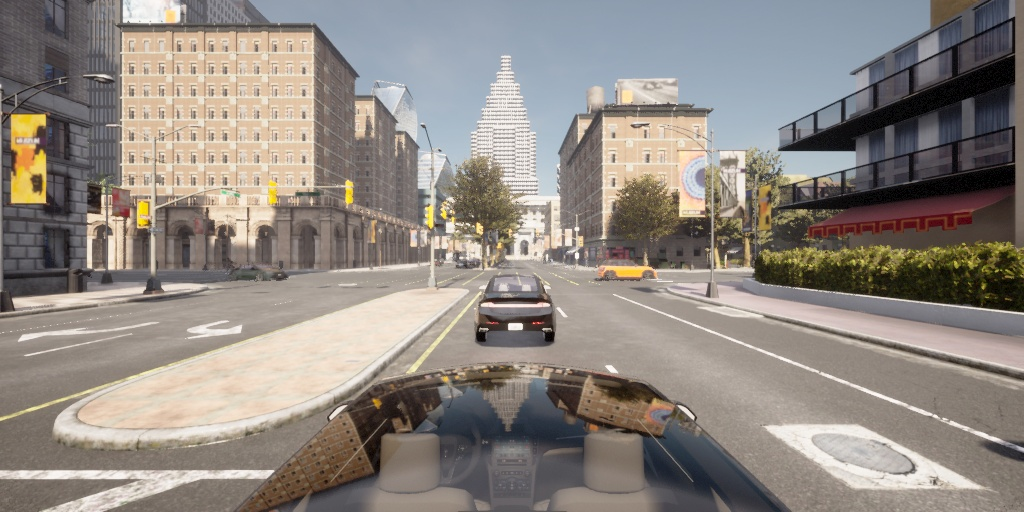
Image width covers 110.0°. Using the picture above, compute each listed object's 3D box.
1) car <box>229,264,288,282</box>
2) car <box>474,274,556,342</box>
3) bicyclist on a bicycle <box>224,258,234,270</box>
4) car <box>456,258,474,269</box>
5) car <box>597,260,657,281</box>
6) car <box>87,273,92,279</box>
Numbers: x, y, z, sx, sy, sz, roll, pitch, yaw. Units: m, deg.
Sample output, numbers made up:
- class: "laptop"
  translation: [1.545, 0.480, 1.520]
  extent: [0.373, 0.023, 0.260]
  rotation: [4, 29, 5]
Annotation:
- class: "car"
  translation: [-20.191, 1.314, 28.593]
  extent: [4.181, 1.385, 1.994]
  rotation: [0, 0, 13]
- class: "car"
  translation: [0.082, 1.242, 9.797]
  extent: [2.128, 1.511, 4.902]
  rotation: [0, 0, 0]
- class: "bicyclist on a bicycle"
  translation: [-37.237, 1.050, 47.206]
  extent: [0.582, 1.620, 1.656]
  rotation: [0, 0, 0]
- class: "car"
  translation: [-8.002, 1.241, 58.545]
  extent: [2.128, 1.511, 4.902]
  rotation: [0, 0, 0]
- class: "car"
  translation: [9.402, 1.102, 29.425]
  extent: [4.553, 1.767, 2.097]
  rotation: [0, 0, 0]
- class: "car"
  translation: [-37.161, 1.315, 29.244]
  extent: [4.181, 1.385, 1.994]
  rotation: [0, 0, 0]
